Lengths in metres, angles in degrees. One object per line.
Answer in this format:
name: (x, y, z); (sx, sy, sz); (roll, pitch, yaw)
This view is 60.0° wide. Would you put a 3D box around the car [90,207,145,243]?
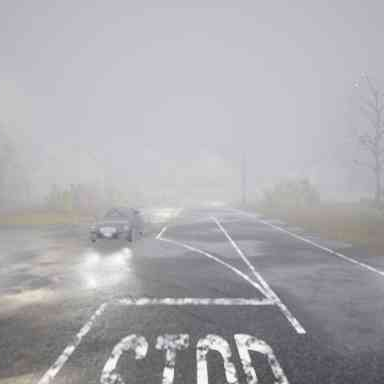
car: (-3.437, 1.482, 16.051); (2.128, 1.511, 4.902); (0, 0, 0)
